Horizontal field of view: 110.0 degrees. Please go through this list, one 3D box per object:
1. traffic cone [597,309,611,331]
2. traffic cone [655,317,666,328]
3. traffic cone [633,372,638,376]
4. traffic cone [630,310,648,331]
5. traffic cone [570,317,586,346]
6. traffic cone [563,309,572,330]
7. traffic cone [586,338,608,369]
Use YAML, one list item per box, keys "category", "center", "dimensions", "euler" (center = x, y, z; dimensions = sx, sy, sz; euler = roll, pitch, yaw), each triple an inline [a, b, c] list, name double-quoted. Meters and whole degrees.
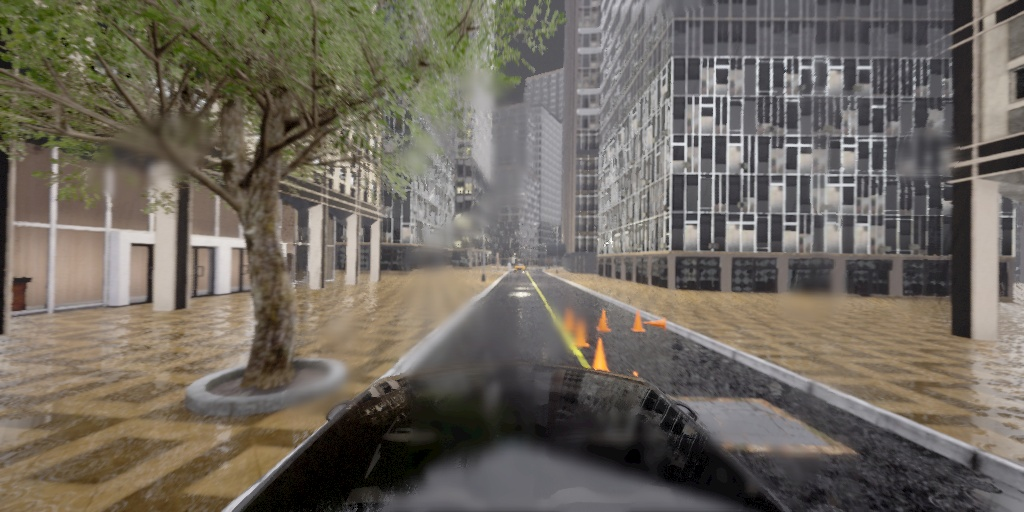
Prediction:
- category: "traffic cone"
  center: [2.685, 1.862, 10.524]
  dimensions: [0.340, 0.580, 0.340]
  euler: [0, 0, 1]
- category: "traffic cone"
  center: [4.524, 1.722, 10.613]
  dimensions: [0.340, 0.580, 0.340]
  euler: [0, 0, 12]
- category: "traffic cone"
  center: [1.561, 1.767, 4.547]
  dimensions: [0.340, 0.580, 0.340]
  euler: [0, 0, 1]
- category: "traffic cone"
  center: [3.685, 1.879, 10.503]
  dimensions: [0.340, 0.580, 0.340]
  euler: [0, 0, 1]
- category: "traffic cone"
  center: [1.644, 1.819, 8.546]
  dimensions: [0.340, 0.580, 0.340]
  euler: [0, 0, 1]
- category: "traffic cone"
  center: [1.685, 1.846, 10.545]
  dimensions: [0.340, 0.580, 0.340]
  euler: [0, 0, 1]
- category: "traffic cone"
  center: [1.602, 1.793, 6.546]
  dimensions: [0.340, 0.580, 0.340]
  euler: [0, 0, 1]
